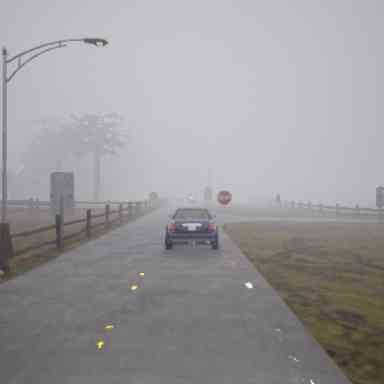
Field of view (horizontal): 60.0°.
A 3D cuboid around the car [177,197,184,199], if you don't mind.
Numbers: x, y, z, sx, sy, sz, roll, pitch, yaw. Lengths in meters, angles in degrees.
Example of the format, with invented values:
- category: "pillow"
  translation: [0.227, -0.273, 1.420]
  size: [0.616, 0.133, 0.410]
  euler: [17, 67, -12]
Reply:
- category: "car"
  translation: [-2.751, 1.801, 78.684]
  size: [2.033, 1.411, 5.357]
  euler: [0, 0, 0]

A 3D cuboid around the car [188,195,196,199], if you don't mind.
- category: "car"
  translation: [0.000, 1.759, 73.533]
  size: [2.033, 1.411, 5.357]
  euler: [0, 0, 0]

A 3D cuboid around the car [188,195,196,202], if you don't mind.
- category: "car"
  translation: [-0.001, 1.557, 87.070]
  size: [2.097, 1.767, 4.553]
  euler: [0, 0, 0]

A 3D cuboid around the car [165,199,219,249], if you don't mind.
- category: "car"
  translation: [0.000, 1.378, 14.623]
  size: [2.097, 1.767, 4.553]
  euler: [0, 0, 0]
